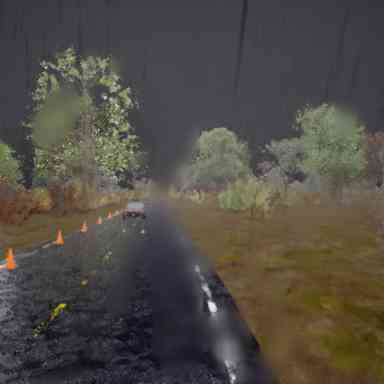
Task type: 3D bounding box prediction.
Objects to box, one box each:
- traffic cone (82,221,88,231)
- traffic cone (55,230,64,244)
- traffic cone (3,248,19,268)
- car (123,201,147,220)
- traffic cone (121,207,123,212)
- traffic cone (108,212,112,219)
[{"bbox_3d":[-6.519,2.064,20.184,0.340,0.580,0.340,0,0,-5],"label":"traffic cone"},{"bbox_3d":[-6.050,2.041,15.206,0.340,0.580,0.340,0,0,-5],"label":"traffic cone"},{"bbox_3d":[-5.582,2.019,10.237,0.340,0.580,0.340,0,0,-5],"label":"traffic cone"},{"bbox_3d":[-5.015,1.620,29.758,1.882,1.535,5.008,0,0,-5],"label":"car"},{"bbox_3d":[-8.396,2.156,40.096,0.340,0.580,0.340,0,0,-5],"label":"traffic cone"},{"bbox_3d":[-7.457,2.110,30.140,0.340,0.580,0.340,0,0,-5],"label":"traffic cone"}]
